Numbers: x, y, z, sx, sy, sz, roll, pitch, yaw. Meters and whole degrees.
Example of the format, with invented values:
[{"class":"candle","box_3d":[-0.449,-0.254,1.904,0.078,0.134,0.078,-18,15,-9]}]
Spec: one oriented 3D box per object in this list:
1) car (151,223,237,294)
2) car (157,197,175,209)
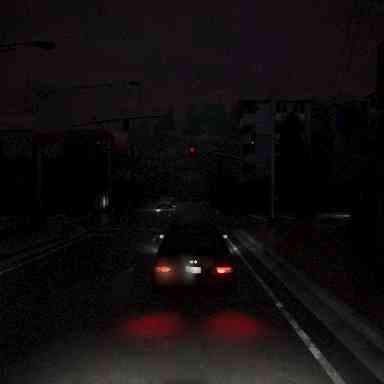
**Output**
[{"class":"car","box_3d":[0.038,1.547,8.901,2.033,1.411,5.357,0,0,0]},{"class":"car","box_3d":[-3.712,1.526,46.013,1.812,1.442,4.674,0,0,0]}]
